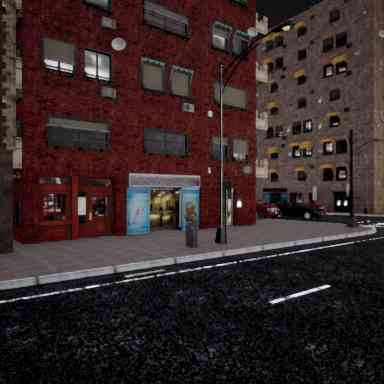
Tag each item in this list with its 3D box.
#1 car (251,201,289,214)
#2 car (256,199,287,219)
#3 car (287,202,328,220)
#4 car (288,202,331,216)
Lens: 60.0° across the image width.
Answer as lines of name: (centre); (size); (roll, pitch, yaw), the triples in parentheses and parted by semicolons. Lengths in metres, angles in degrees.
car: (9.663, 1.901, 41.627); (1.947, 1.339, 4.313); (-1, 0, -37)
car: (6.086, 1.588, 32.003); (2.192, 1.841, 5.009); (-1, 0, -37)
car: (9.999, 1.712, 31.365); (1.882, 1.535, 5.008); (0, -1, -37)
car: (13.016, 1.847, 37.181); (1.802, 1.307, 4.206); (-1, 0, -37)
